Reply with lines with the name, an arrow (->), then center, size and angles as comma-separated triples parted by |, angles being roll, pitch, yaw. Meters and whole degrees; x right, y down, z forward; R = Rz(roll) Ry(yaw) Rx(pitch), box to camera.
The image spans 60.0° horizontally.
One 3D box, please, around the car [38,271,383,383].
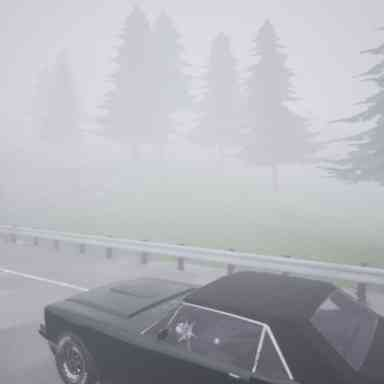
car -> 0.414, 1.594, 3.601 | 4.718, 1.301, 1.895 | 0, 0, 35
